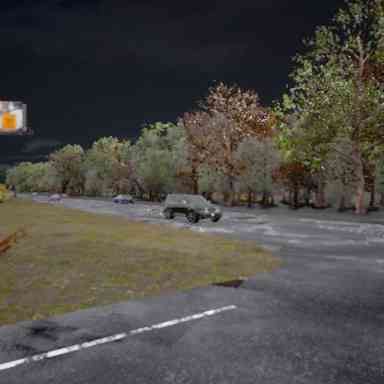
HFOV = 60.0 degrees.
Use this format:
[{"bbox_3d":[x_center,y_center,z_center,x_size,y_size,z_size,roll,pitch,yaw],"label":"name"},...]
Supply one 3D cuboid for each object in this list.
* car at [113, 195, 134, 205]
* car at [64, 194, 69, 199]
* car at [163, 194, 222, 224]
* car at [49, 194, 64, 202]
[{"bbox_3d":[-11.220,1.184,53.958,2.097,1.767,4.553,0,0,-34],"label":"car"},{"bbox_3d":[-33.739,1.121,87.119,1.994,1.385,4.181,0,0,-34],"label":"car"},{"bbox_3d":[-0.110,1.192,25.139,2.150,2.045,5.566,0,0,-34],"label":"car"},{"bbox_3d":[-27.311,1.192,66.438,1.812,1.442,4.674,0,0,-29],"label":"car"}]
